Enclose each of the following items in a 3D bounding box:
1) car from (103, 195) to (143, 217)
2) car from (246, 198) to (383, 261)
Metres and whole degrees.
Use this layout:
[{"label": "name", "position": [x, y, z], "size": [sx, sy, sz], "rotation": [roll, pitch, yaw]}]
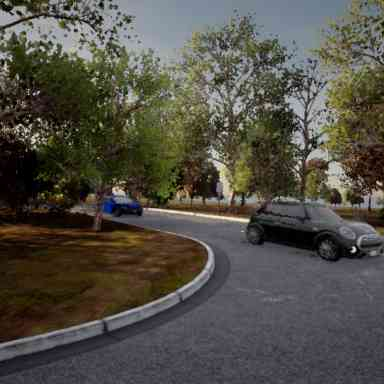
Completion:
[{"label": "car", "position": [-5.485, 1.011, 25.206], "size": [1.882, 1.535, 5.008], "rotation": [1, 1, -37]}, {"label": "car", "position": [4.095, 1.163, 11.667], "size": [2.097, 1.767, 4.553], "rotation": [1, 1, -35]}]
